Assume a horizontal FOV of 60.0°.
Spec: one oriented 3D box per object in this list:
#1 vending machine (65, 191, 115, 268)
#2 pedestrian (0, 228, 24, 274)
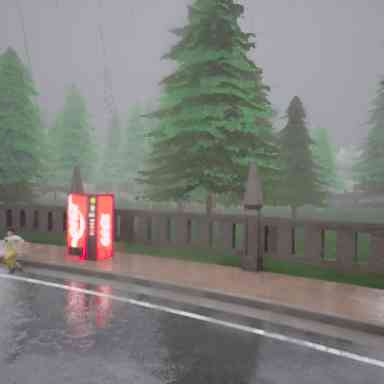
[{"bbox_3d":[-3.001,1.037,9.866,0.880,2.100,1.100,1,1,25],"label":"vending machine"},{"bbox_3d":[-4.495,1.411,8.384,0.375,1.300,0.375,1,1,24],"label":"pedestrian"}]
